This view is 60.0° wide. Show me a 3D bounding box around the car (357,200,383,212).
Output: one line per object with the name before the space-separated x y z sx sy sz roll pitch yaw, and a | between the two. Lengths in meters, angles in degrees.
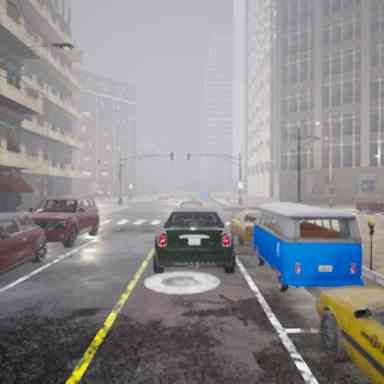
car | 15.428 1.064 25.982 4.718 1.301 1.895 0 1 41

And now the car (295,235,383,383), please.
car | 2.571 1.478 2.897 1.752 1.417 4.829 0 1 0

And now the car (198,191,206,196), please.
car | 2.594 0.351 84.994 1.887 1.381 4.507 0 1 0

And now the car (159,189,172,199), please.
car | -5.293 0.615 62.619 1.752 1.417 4.829 0 1 0

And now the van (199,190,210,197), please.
van | 2.588 0.429 62.784 1.690 1.788 3.998 0 1 0

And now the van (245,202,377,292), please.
van | 2.574 1.210 8.258 1.690 1.788 3.998 0 1 0

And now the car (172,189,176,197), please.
car | -5.289 0.384 73.892 1.967 1.590 4.097 0 1 0

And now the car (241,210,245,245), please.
car | 2.574 1.307 13.967 1.752 1.417 4.829 0 1 0

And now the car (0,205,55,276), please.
car | -5.307 1.309 8.256 1.967 1.590 4.097 0 1 0

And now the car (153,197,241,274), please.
car | 0.067 1.191 10.211 2.097 1.767 4.553 0 1 0

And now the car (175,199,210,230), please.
car | 0.006 1.224 19.528 1.812 1.442 4.674 0 1 0

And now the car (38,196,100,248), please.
car | -5.305 1.099 13.789 2.192 1.841 5.009 0 1 0
